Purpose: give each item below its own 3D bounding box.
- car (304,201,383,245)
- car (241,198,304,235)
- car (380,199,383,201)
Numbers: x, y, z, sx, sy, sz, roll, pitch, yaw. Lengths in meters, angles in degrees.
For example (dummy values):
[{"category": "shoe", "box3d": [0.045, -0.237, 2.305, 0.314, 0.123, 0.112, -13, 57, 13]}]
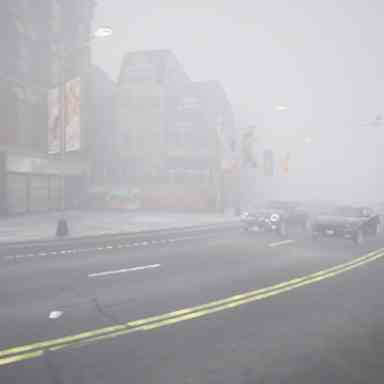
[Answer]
[{"category": "car", "box3d": [7.160, 1.337, 15.251, 1.882, 1.535, 5.008, 1, 1, 41]}, {"category": "car", "box3d": [4.491, 1.164, 17.521, 2.097, 1.767, 4.553, 1, 1, 40]}, {"category": "car", "box3d": [20.580, 1.080, 33.887, 2.097, 1.767, 4.553, 1, 1, 16]}]
